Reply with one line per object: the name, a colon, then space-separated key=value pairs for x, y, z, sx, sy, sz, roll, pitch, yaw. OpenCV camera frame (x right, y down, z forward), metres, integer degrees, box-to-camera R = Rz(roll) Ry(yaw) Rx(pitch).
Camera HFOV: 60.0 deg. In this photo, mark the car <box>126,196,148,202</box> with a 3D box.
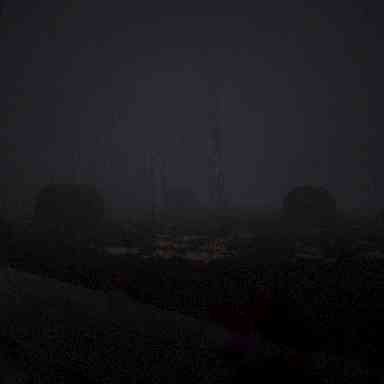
car: x=-10.126 y=1.594 z=61.263 sx=1.837 sy=1.490 sz=4.892 roll=0 pitch=0 yaw=33
